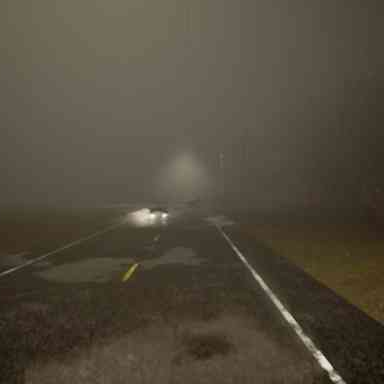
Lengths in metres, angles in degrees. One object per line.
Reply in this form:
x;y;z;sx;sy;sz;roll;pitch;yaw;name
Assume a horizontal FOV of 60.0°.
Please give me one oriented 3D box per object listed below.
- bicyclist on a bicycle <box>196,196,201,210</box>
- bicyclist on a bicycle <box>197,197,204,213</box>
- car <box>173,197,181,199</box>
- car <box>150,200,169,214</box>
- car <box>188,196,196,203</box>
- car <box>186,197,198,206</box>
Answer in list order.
0.950;1.511;46.166;0.659;1.776;1.843;0;0;0;bicyclist on a bicycle
0.965;1.548;36.503;0.866;1.612;1.509;0;0;0;bicyclist on a bicycle
-3.520;1.393;78.329;2.033;1.411;5.357;0;0;0;car
-3.606;1.662;37.717;2.033;1.411;5.357;0;0;0;car
-0.019;1.754;75.418;1.812;1.442;4.674;0;0;0;car
0.012;1.747;59.937;1.994;1.385;4.181;0;0;0;car
